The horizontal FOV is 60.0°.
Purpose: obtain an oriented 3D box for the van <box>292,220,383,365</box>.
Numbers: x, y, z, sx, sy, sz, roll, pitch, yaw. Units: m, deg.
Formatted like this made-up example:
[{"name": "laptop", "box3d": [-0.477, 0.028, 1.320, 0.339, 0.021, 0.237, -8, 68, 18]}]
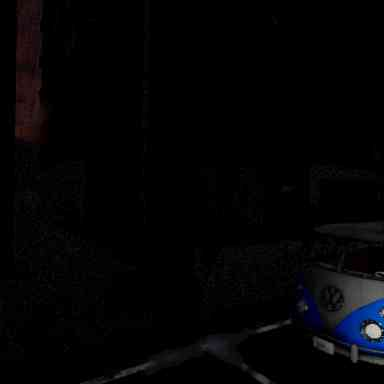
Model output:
[{"name": "van", "box3d": [3.326, 1.344, 5.175, 3.998, 1.788, 1.690, 1, 1, -34]}]
